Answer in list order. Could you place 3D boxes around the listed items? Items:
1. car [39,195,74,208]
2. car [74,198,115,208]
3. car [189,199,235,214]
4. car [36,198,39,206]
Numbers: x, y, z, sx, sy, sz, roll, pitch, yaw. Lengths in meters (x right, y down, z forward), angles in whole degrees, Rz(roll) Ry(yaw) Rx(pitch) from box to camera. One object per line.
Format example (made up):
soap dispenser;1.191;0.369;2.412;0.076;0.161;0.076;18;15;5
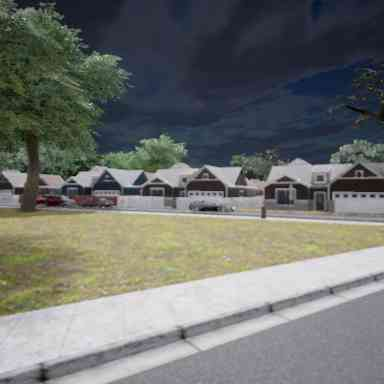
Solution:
car;-17.654;1.219;44.575;4.553;1.767;2.097;1;0;28
car;-13.072;1.469;45.369;5.357;1.411;2.033;0;0;28
car;2.043;1.512;34.192;4.902;1.511;2.128;0;0;28
car;-21.601;1.207;49.727;4.553;1.767;2.097;0;0;27
